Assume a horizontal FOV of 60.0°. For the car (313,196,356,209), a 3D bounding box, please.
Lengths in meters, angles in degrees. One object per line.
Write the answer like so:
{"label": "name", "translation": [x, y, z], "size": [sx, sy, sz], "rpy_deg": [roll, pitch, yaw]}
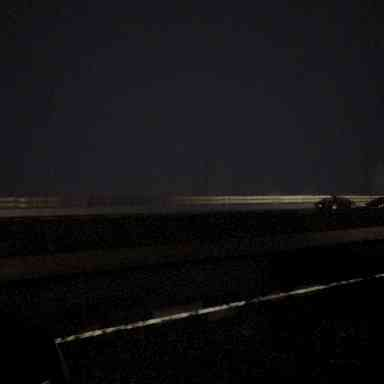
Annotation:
{"label": "car", "translation": [13.575, 1.103, 31.649], "size": [4.181, 1.385, 1.994], "rpy_deg": [0, 1, -29]}

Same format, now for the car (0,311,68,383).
{"label": "car", "translation": [-3.287, 1.400, 1.806], "size": [4.902, 1.511, 2.128], "rpy_deg": [0, 1, -29]}

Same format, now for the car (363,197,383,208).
{"label": "car", "translation": [17.345, 1.157, 29.758], "size": [4.674, 1.442, 1.812], "rpy_deg": [0, 1, -29]}
